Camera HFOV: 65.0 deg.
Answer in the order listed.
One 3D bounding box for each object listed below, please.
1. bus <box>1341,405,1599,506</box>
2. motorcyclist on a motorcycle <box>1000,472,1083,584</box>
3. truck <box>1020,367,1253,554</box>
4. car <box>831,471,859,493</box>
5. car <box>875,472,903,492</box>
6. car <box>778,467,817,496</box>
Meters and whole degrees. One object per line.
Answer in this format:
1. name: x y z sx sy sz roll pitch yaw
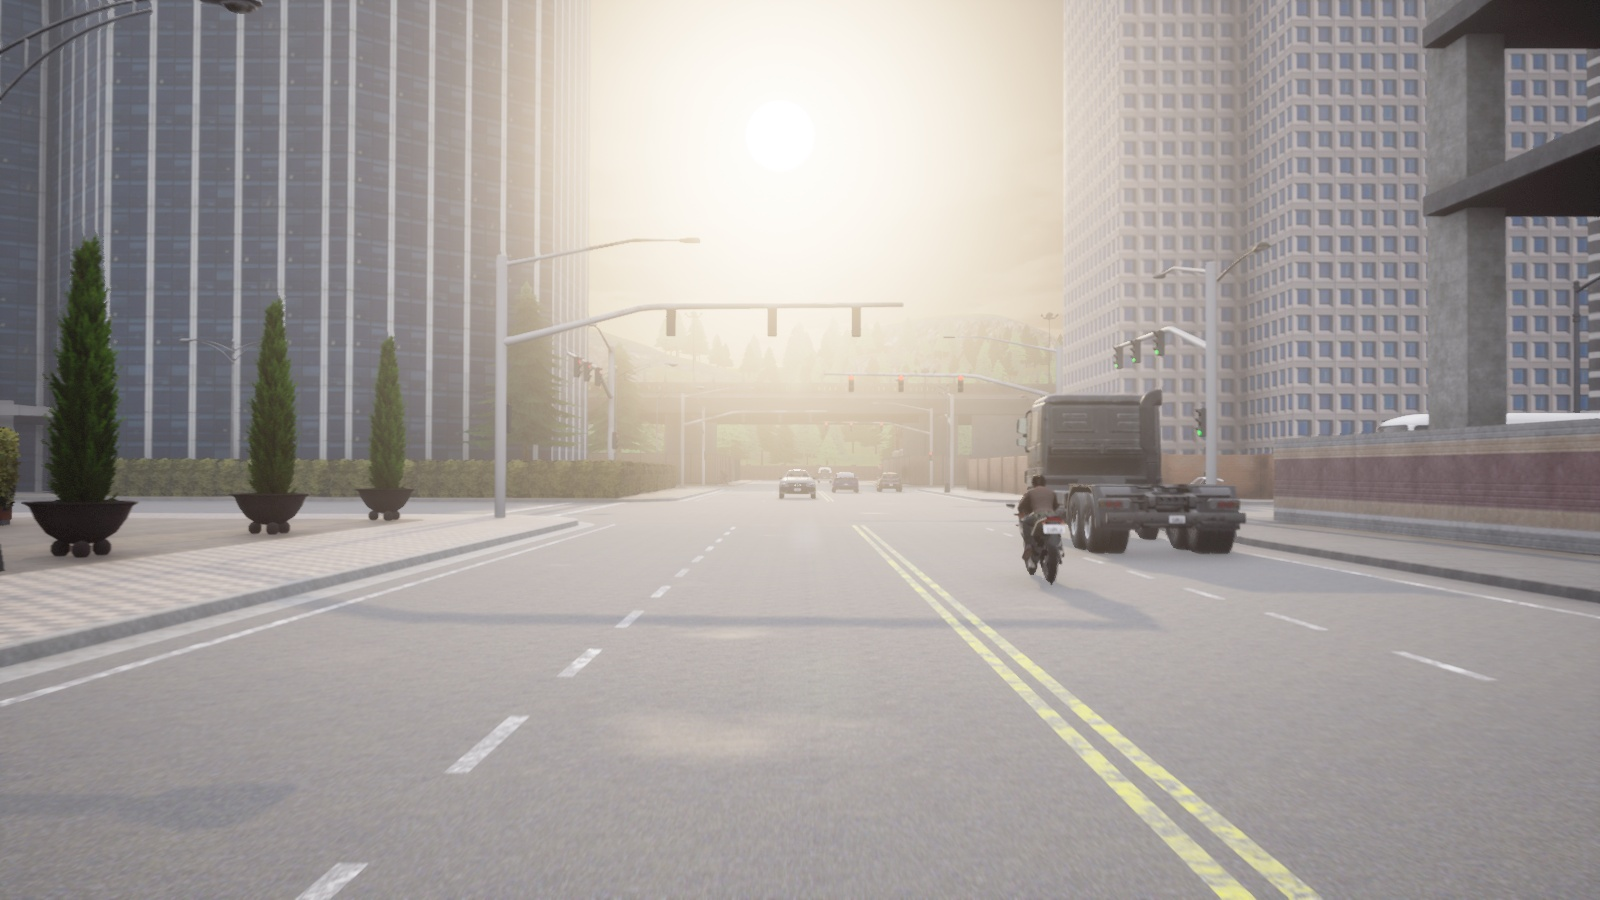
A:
1. bus: 30.149 0.255 56.022 10.273 4.253 3.944 -1 -1 0
2. motorcyclist on a motorcycle: 3.466 1.088 18.220 0.797 1.523 2.044 0 -1 0
3. truck: 6.945 0.261 27.272 2.891 3.462 7.936 0 -1 0
4. car: 3.324 2.334 92.884 1.882 1.535 5.008 0 -1 0
5. car: 6.820 2.411 96.204 1.816 1.474 4.193 0 -1 0
6. car: -0.138 1.817 73.054 2.152 1.651 5.027 0 -1 0
